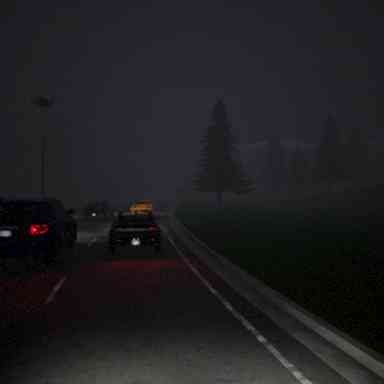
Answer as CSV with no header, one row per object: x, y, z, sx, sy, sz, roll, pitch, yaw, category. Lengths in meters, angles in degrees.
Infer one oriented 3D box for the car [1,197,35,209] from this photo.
-23.617,1.468,45.446,2.033,1.411,5.357,0,0,-2,car

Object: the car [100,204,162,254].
-2.274,1.470,13.492,2.128,1.511,4.902,0,0,-9,car

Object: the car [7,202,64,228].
-10.827,1.507,23.521,2.033,1.411,5.357,0,0,-6,car

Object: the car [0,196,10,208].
-27.108,1.397,45.279,1.882,1.535,5.008,0,0,-1,car

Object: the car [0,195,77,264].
-5.522,1.203,11.627,2.150,2.045,5.566,0,0,-10,car

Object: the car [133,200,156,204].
-4.303,1.429,29.764,1.882,1.535,5.008,0,0,-4,car

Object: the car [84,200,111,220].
-7.672,1.460,27.837,1.837,1.490,4.892,0,1,-4,car

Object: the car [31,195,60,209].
-20.127,1.272,45.826,2.097,1.767,4.553,0,0,-2,car
